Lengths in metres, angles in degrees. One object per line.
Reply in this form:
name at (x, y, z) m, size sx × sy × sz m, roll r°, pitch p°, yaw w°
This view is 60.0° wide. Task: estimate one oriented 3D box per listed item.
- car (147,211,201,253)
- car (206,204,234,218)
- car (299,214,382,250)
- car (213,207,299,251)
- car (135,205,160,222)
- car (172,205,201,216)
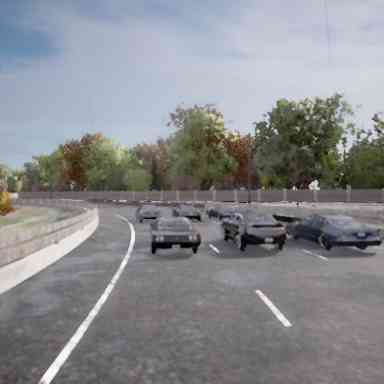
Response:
car at (-0.860, 1.738, 14.323) m, size 1.895 × 1.301 × 4.718 m, roll 0°, pitch -1°, yaw -7°
car at (2.883, 1.839, 31.005) m, size 2.033 × 1.411 × 5.357 m, roll 0°, pitch -1°, yaw -16°
car at (6.100, 1.685, 15.090) m, size 2.033 × 1.411 × 5.357 m, roll 0°, pitch -1°, yaw -7°
car at (2.583, 1.632, 14.951) m, size 2.128 × 1.511 × 4.902 m, roll 0°, pitch 0°, yaw -8°
car at (-3.864, 1.827, 29.139) m, size 2.033 × 1.411 × 5.357 m, roll 0°, pitch -1°, yaw -16°
car at (-0.584, 1.853, 30.380) m, size 1.994 × 1.385 × 4.181 m, roll 0°, pitch -1°, yaw -16°
